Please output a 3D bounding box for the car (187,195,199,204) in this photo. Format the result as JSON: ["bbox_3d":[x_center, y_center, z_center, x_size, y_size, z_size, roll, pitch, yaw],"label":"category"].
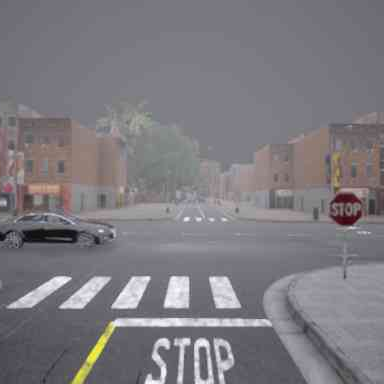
[{"bbox_3d":[-0.029,1.770,72.661,1.837,1.490,4.892,0,0,0],"label":"car"}]

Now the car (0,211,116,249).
[{"bbox_3d":[-5.779,1.571,14.291,4.902,1.511,2.128,1,0,0],"label":"car"}]
